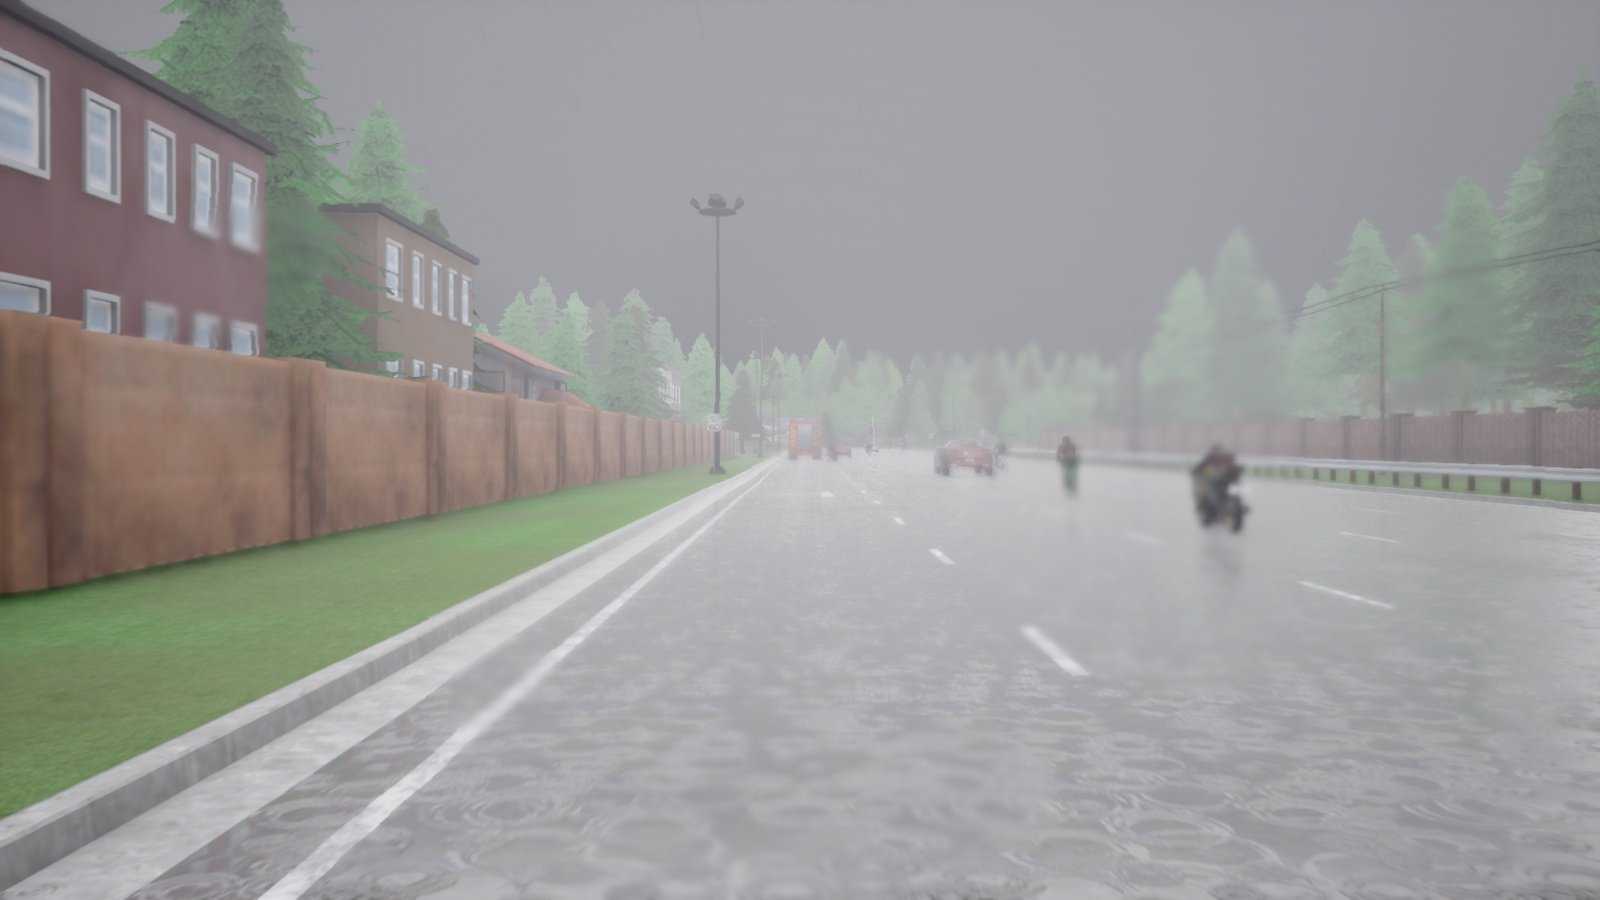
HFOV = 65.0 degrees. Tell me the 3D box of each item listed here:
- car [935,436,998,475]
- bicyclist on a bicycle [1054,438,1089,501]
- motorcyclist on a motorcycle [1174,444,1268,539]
[{"bbox_3d":[7.304,0.211,55.485,2.152,1.651,5.027,0,0,0],"label":"car"},{"bbox_3d":[7.184,0.513,33.341,0.582,1.620,1.656,0,0,0],"label":"bicyclist on a bicycle"},{"bbox_3d":[7.123,0.664,21.375,0.866,1.530,2.191,0,0,0],"label":"motorcyclist on a motorcycle"}]
